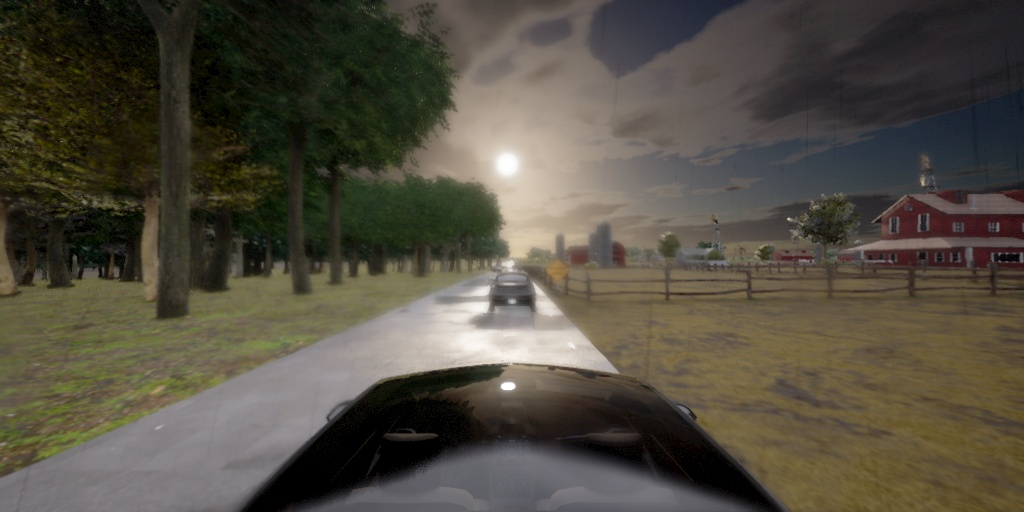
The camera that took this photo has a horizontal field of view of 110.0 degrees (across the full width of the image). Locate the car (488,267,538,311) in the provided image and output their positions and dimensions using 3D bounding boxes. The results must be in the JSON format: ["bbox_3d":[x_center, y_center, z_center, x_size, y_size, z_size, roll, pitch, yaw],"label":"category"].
[{"bbox_3d":[0.033,1.400,15.365,1.837,1.490,4.892,0,0,1],"label":"car"}]

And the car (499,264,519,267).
[{"bbox_3d":[0.047,1.650,30.357,1.994,1.385,4.181,0,-1,1],"label":"car"}]

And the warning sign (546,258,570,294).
[{"bbox_3d":[2.467,1.049,19.259,1.300,1.860,1.060,0,0,0],"label":"warning sign"}]
